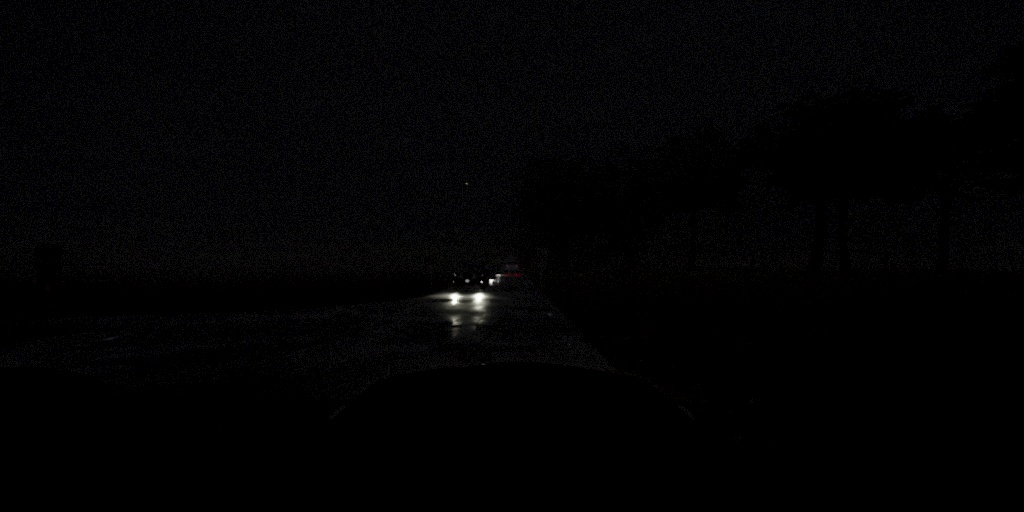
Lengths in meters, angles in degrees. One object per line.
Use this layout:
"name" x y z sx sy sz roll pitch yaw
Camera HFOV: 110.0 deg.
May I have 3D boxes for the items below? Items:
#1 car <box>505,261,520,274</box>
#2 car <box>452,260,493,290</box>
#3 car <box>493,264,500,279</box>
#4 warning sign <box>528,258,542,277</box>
"car" 0.014 1.780 56.698 2.150 2.045 5.566 0 -1 0
"car" -2.858 1.283 25.931 2.150 2.045 5.566 0 -1 1
"car" -2.836 1.830 40.860 2.033 1.411 5.357 0 -1 0
"warning sign" 2.460 1.398 40.822 1.300 1.860 1.060 0 0 0
